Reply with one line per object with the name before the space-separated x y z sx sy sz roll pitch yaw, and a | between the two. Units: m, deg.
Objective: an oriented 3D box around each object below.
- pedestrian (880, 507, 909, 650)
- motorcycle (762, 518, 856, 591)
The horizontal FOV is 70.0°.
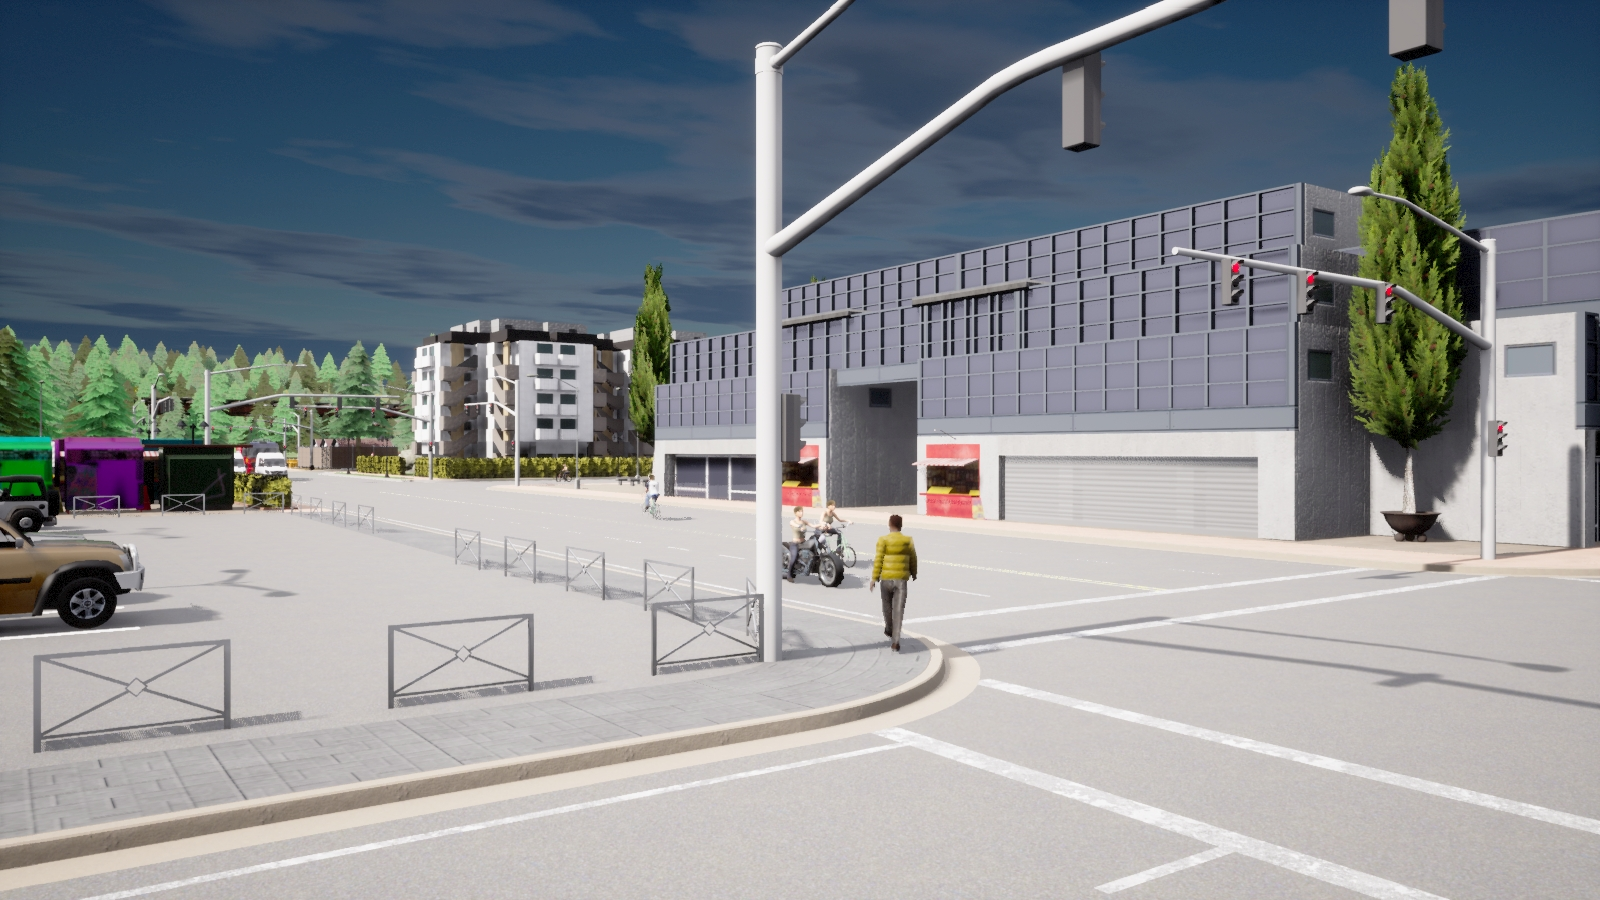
pedestrian | 1.250 1.696 15.176 0.375 1.860 0.375 0 0 3
motorcycle | 0.165 2.155 23.900 0.764 1.307 2.356 0 0 -34
